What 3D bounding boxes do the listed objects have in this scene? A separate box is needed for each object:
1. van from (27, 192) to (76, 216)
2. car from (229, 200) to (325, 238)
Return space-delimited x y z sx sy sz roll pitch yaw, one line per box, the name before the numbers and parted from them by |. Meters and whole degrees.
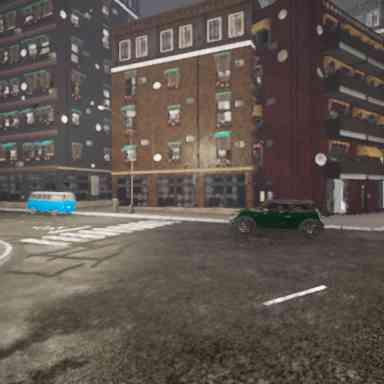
van | -10.934 0.890 25.819 3.998 1.788 1.690 1 0 25
car | 4.132 1.167 16.571 4.553 1.767 2.097 1 1 13
